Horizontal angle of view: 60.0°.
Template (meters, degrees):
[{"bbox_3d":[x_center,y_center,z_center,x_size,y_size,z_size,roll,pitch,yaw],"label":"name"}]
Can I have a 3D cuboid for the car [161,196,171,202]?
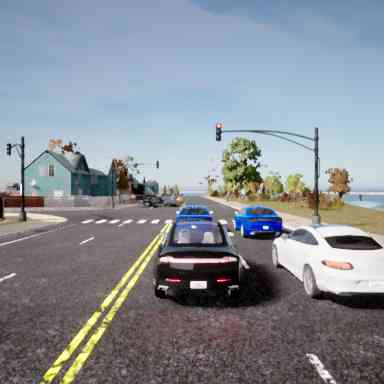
[{"bbox_3d":[-6.311,1.609,80.189,2.033,1.411,5.357,0,0,0],"label":"car"}]

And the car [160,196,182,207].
[{"bbox_3d":[-3.182,1.571,51.432,2.033,1.411,5.357,0,0,3],"label":"car"}]

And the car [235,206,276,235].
[{"bbox_3d":[3.391,1.477,17.702,1.882,1.535,5.008,0,0,0],"label":"car"}]

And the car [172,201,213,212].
[{"bbox_3d":[0.133,1.477,18.030,1.882,1.535,5.008,0,0,1],"label":"car"}]

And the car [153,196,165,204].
[{"bbox_3d":[-6.389,1.547,64.876,1.837,1.490,4.892,0,0,1],"label":"car"}]

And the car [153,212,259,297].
[{"bbox_3d":[0.121,1.490,8.535,2.128,1.511,4.902,0,0,0],"label":"car"}]

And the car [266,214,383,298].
[{"bbox_3d":[3.366,1.525,8.365,1.812,1.442,4.674,0,0,0],"label":"car"}]

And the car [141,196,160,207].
[{"bbox_3d":[-6.471,1.524,50.315,1.837,1.490,4.892,0,1,0],"label":"car"}]

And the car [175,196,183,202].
[{"bbox_3d":[-3.063,1.662,79.261,1.895,1.301,4.718,0,0,0],"label":"car"}]
